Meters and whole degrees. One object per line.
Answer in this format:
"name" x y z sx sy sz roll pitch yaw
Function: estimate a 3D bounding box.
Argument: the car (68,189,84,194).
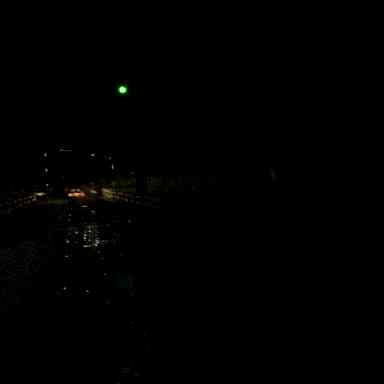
"car" -16.517 0.437 47.418 2.097 1.767 4.553 -3 2 -20

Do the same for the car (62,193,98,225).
"car" -7.053 1.095 21.085 1.882 1.535 5.008 -3 2 -19
